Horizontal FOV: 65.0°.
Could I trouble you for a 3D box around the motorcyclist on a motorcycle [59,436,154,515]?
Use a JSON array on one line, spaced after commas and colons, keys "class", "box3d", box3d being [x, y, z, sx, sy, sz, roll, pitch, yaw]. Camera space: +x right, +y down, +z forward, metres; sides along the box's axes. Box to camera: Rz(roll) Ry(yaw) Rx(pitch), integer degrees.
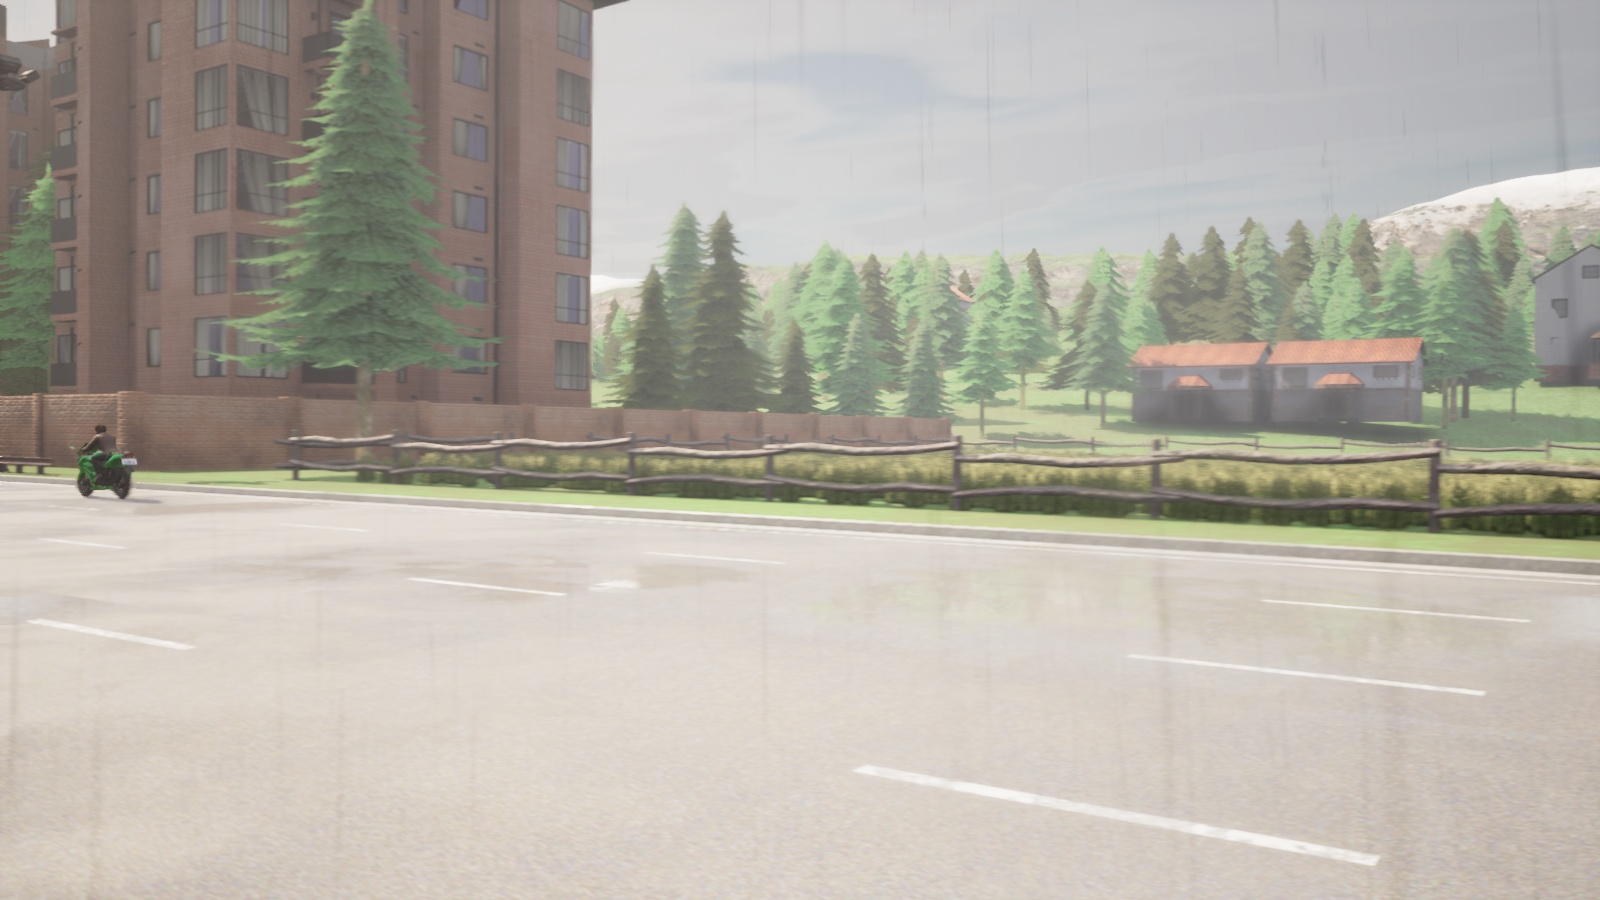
[{"class": "motorcyclist on a motorcycle", "box3d": [-14.031, 0.495, 25.407, 2.044, 1.523, 0.797, 0, 1, 33]}]
